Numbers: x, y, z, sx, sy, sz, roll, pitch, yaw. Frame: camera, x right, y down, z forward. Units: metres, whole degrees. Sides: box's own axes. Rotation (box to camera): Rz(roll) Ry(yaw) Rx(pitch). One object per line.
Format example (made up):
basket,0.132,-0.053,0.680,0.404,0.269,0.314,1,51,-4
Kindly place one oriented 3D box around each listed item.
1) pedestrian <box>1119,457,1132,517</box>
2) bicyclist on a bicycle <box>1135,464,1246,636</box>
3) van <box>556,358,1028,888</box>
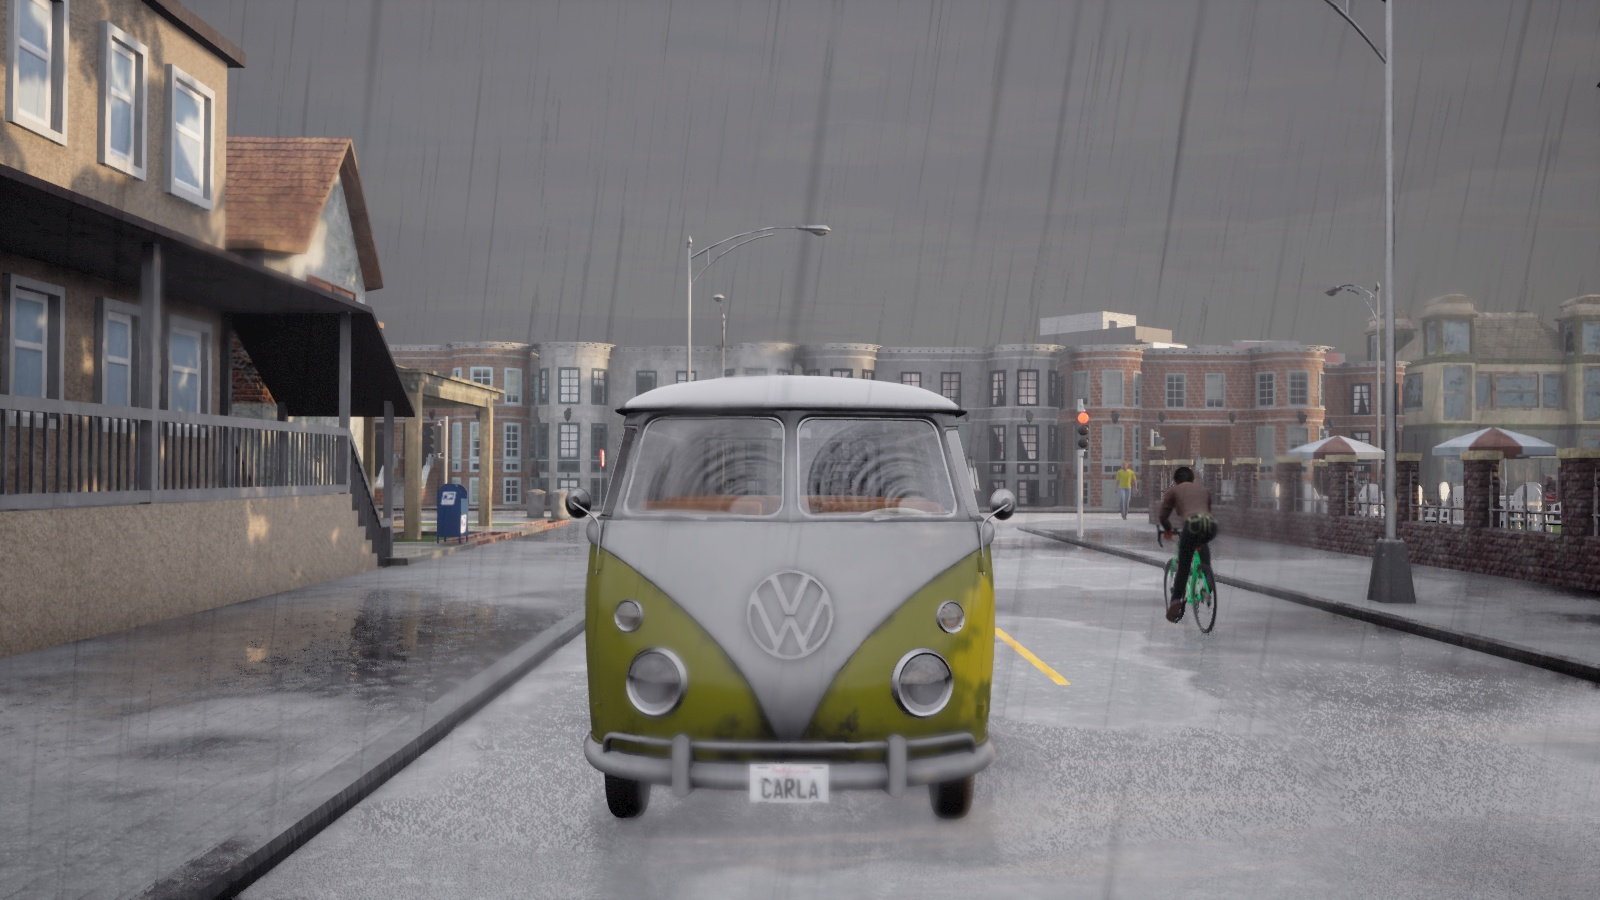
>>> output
pedestrian,9.924,1.125,38.316,0.354,1.836,0.706,0,-1,15
bicyclist on a bicycle,3.928,0.965,12.740,0.582,1.620,1.656,0,-1,0
van,-0.043,0.684,6.958,1.775,1.987,4.442,0,-1,0
